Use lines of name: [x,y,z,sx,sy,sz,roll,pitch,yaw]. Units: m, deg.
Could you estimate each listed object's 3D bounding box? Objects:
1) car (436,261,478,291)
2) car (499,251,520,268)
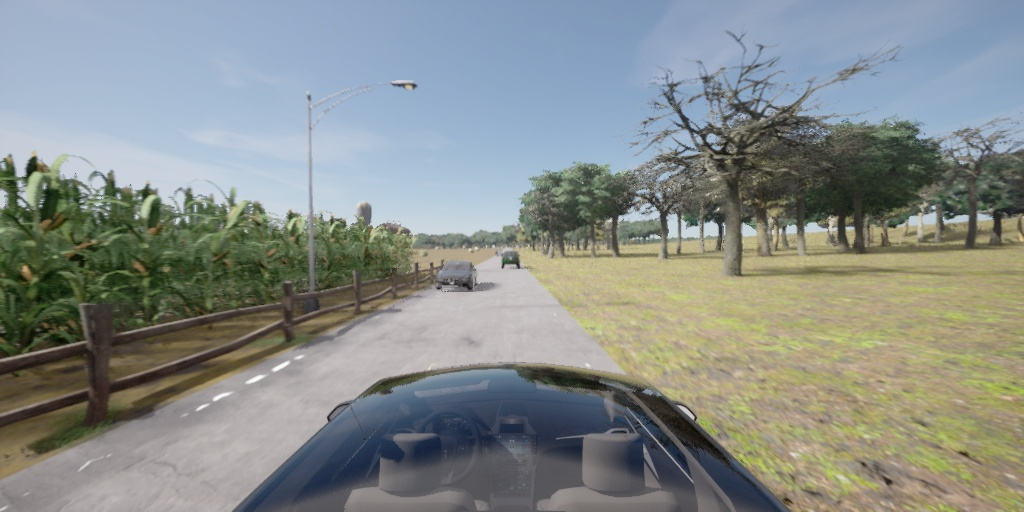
car: [-2.957,1.036,19.962,1.837,1.490,4.892,-1,1,0]
car: [-0.165,0.367,43.606,2.150,2.045,5.566,-1,1,0]
